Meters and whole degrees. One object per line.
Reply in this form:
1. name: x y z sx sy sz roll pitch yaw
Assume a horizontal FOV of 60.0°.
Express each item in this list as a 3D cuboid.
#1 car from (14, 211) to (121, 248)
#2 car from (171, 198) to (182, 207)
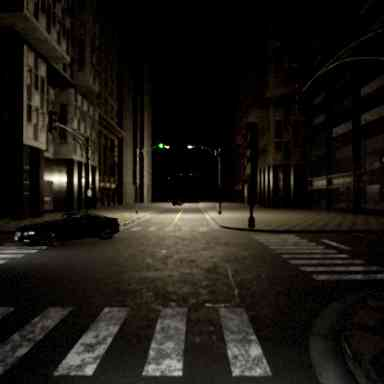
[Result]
1. car: -5.801 1.718 16.051 4.902 1.511 2.128 0 1 -44
2. car: -3.000 2.289 67.557 2.033 1.411 5.357 0 -1 0
